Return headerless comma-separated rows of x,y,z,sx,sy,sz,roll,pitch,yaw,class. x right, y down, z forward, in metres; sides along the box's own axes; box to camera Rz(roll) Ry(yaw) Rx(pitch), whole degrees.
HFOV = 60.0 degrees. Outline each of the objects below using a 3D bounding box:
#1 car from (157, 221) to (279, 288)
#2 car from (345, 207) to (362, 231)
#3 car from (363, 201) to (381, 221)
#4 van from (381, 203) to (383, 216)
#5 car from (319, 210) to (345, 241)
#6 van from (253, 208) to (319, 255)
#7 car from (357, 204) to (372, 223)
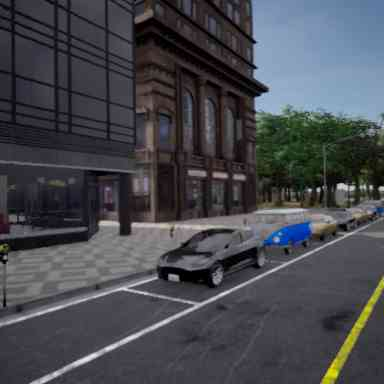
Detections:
0.809,1.817,10.198,1.947,1.339,4.313,-2,-2,36,car
10.354,1.949,23.425,1.947,1.339,4.313,-2,-2,36,car
16.715,1.914,32.247,1.967,1.590,4.097,-2,-2,36,car
19.895,1.860,36.659,1.690,1.788,3.998,-2,-2,36,van
7.072,1.863,18.880,1.752,1.417,4.829,-2,-2,36,car
3.986,1.636,14.613,1.690,1.788,3.998,-2,-2,36,van
13.436,1.952,27.698,1.752,1.417,4.829,-2,-2,36,car
